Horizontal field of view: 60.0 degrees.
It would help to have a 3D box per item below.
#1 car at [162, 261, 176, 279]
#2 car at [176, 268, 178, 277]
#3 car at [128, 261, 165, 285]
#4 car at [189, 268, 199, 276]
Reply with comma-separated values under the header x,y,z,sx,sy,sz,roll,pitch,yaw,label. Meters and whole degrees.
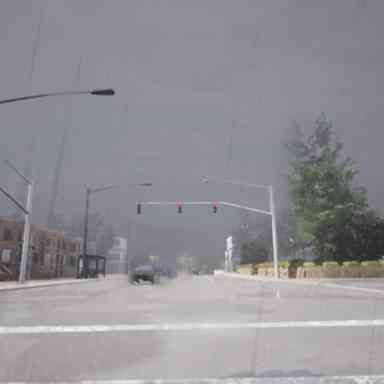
x,y,z,sx,sy,sz,roll,pitch,yaw,label
-3.434,9.237,39.370,2.150,2.045,5.566,-1,-13,0,car
-3.353,12.390,52.189,2.097,1.767,4.553,-1,-13,0,car
-3.509,6.271,25.361,2.033,1.411,5.357,-1,-13,0,car
0.373,14.681,61.291,2.033,1.411,5.357,-1,-13,0,car
